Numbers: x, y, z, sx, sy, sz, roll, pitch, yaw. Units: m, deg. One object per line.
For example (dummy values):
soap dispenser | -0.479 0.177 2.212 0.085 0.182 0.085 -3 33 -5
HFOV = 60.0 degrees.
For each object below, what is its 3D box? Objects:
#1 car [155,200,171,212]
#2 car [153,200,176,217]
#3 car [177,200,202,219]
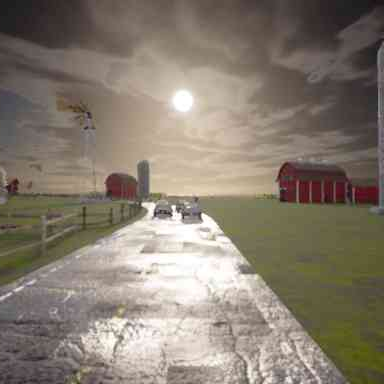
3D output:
car | -4.063 1.862 46.016 1.882 1.535 5.008 0 0 -8
car | -3.016 1.848 35.365 1.994 1.385 4.181 0 0 -2
car | -0.097 1.751 31.742 2.128 1.511 4.902 0 0 -2
